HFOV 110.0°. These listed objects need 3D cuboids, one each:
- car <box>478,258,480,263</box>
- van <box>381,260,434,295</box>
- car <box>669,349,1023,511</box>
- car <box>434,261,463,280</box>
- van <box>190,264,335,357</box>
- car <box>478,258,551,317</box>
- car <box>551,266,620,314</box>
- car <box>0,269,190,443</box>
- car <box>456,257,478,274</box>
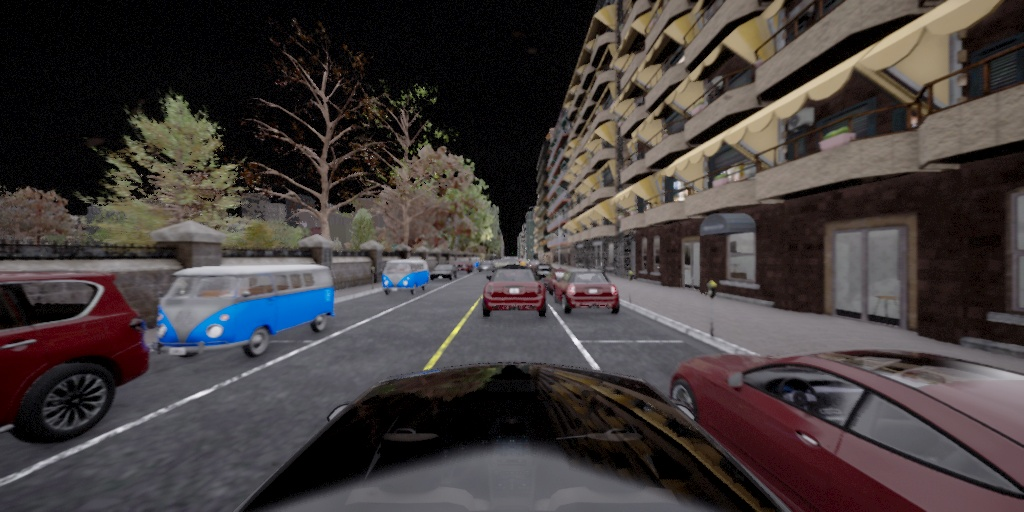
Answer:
[{"bbox_3d":[-3.084,1.253,43.801,2.128,1.511,4.902,0,0,0],"label":"car"},{"bbox_3d":[-5.687,1.093,19.457,1.690,1.789,3.998,0,0,0],"label":"van"},{"bbox_3d":[2.691,1.332,2.564,1.802,1.307,4.207,0,0,0],"label":"car"},{"bbox_3d":[-5.686,1.320,30.718,1.948,1.339,4.313,0,0,0],"label":"car"},{"bbox_3d":[-5.688,1.092,8.196,1.690,1.789,3.998,0,0,0],"label":"van"},{"bbox_3d":[0.084,1.104,13.389,2.097,1.767,4.553,0,0,0],"label":"car"},{"bbox_3d":[2.692,1.191,13.826,1.967,1.591,4.097,0,0,0],"label":"car"},{"bbox_3d":[-5.690,1.065,2.565,2.192,1.841,5.009,0,0,0],"label":"car"},{"bbox_3d":[-5.683,1.074,41.977,2.192,1.841,5.009,0,0,0],"label":"car"}]
